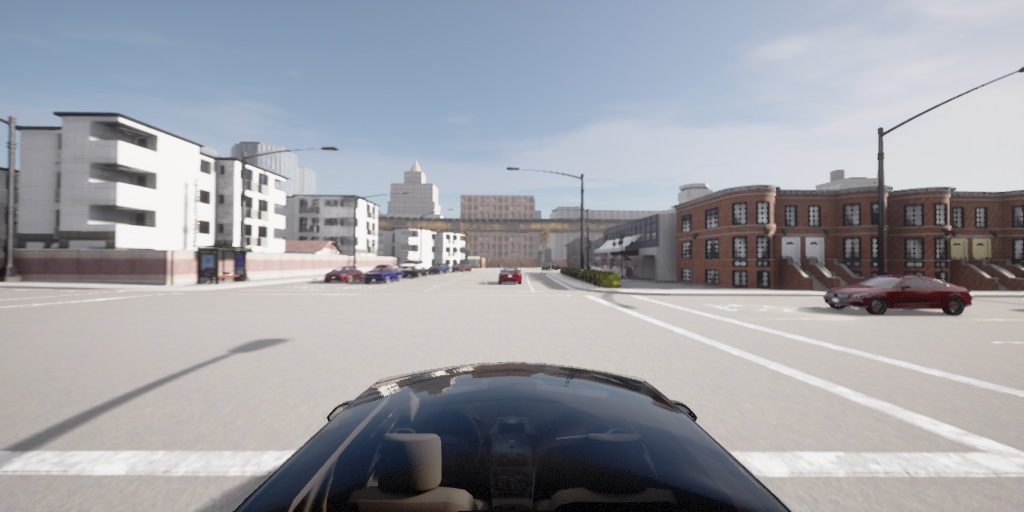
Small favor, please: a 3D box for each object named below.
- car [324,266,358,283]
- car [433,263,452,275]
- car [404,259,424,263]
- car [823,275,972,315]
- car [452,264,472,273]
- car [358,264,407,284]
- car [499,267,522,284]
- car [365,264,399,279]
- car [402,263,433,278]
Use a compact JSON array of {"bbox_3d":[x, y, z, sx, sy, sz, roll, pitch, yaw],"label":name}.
[{"bbox_3d":[-14.347,1.580,30.849,1.994,1.385,4.181,0,-1,0],"label":"car"},{"bbox_3d":[-10.129,1.882,49.077,1.895,1.301,4.718,0,-1,5],"label":"car"},{"bbox_3d":[-13.628,1.485,49.163,2.150,2.045,5.566,0,-1,5],"label":"car"},{"bbox_3d":[14.960,1.472,14.018,4.674,1.442,1.812,0,-1,0],"label":"car"},{"bbox_3d":[-8.261,1.987,59.001,1.994,1.385,4.181,0,-1,20],"label":"car"},{"bbox_3d":[-10.850,1.630,30.450,1.895,1.301,4.718,0,-1,1],"label":"car"},{"bbox_3d":[-0.124,1.665,31.647,1.994,1.385,4.181,0,-1,1],"label":"car"},{"bbox_3d":[-14.114,1.656,39.304,1.812,1.442,4.674,0,-1,3],"label":"car"},{"bbox_3d":[-10.601,1.753,39.616,1.895,1.301,4.718,0,-1,2],"label":"car"}]
